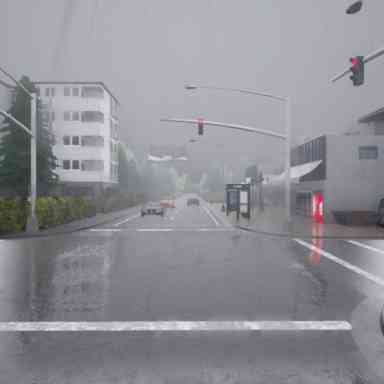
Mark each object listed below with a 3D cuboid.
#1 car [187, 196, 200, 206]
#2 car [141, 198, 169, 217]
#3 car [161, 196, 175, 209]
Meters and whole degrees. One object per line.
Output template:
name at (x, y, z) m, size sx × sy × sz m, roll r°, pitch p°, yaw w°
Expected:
car at (0.236, 1.505, 54.213) m, size 1.837 × 1.490 × 4.892 m, roll 0°, pitch 0°, yaw 1°
car at (-3.530, 1.564, 31.042) m, size 1.994 × 1.385 × 4.181 m, roll 0°, pitch 0°, yaw 0°
car at (-3.486, 1.352, 44.670) m, size 2.097 × 1.767 × 4.553 m, roll 0°, pitch 0°, yaw 0°
